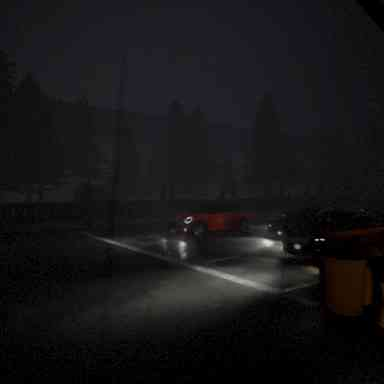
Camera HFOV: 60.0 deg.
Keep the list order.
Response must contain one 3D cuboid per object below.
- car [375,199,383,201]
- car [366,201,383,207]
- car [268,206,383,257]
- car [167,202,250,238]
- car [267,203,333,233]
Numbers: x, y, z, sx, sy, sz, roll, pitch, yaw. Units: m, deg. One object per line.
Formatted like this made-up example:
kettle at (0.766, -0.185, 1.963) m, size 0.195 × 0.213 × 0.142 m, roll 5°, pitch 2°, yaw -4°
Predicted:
car at (16.384, 1.423, 28.523) m, size 4.892 × 1.490 × 1.837 m, roll -1°, pitch 0°, yaw -35°
car at (14.452, 1.494, 22.875) m, size 5.357 × 1.411 × 2.033 m, roll 0°, pitch 0°, yaw -35°
car at (5.317, 1.468, 12.038) m, size 4.902 × 1.511 × 2.128 m, roll 0°, pitch 0°, yaw -37°
car at (0.902, 1.329, 17.527) m, size 4.553 × 1.767 × 2.097 m, roll 0°, pitch 0°, yaw -35°
car at (6.251, 1.516, 17.039) m, size 5.357 × 1.411 × 2.033 m, roll 0°, pitch 0°, yaw -35°
